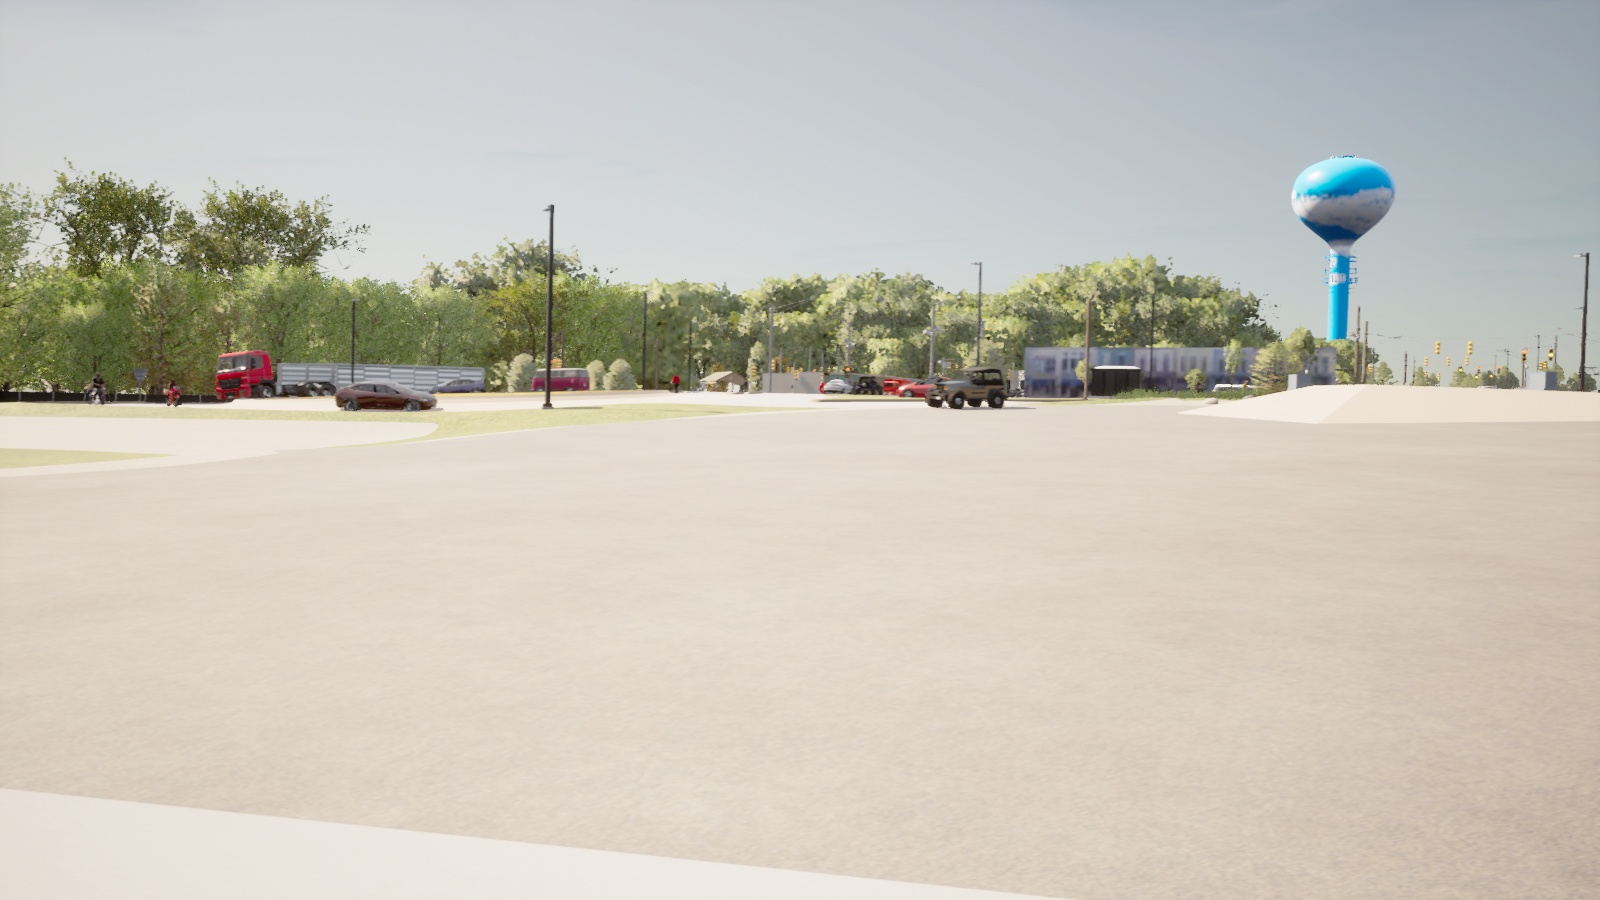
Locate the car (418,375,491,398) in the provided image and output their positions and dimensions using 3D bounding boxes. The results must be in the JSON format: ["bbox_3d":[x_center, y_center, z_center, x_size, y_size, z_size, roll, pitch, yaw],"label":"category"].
[{"bbox_3d":[-25.986,-4.780,94.522,4.792,1.488,2.163,-5,2,-37],"label":"car"}]

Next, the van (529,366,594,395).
[{"bbox_3d":[-17.564,-5.122,92.339,4.442,1.987,1.775,0,1,22],"label":"van"}]

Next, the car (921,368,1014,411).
[{"bbox_3d":[7.728,-2.807,58.017,3.866,1.878,1.905,-2,5,-31],"label":"car"}]

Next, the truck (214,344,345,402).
[{"bbox_3d":[-34.679,-5.132,83.997,2.891,3.462,7.936,-3,1,26],"label":"truck"}]

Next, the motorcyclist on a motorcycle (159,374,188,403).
[{"bbox_3d":[-33.261,-3.250,66.673,0.797,1.523,2.044,-2,4,-42],"label":"motorcyclist on a motorcycle"}]

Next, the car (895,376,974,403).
[{"bbox_3d":[8.363,-3.751,78.098,4.514,1.525,2.007,2,2,19],"label":"car"}]

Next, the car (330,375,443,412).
[{"bbox_3d":[-20.192,-2.777,61.494,4.792,1.488,2.163,1,9,1],"label":"car"}]
